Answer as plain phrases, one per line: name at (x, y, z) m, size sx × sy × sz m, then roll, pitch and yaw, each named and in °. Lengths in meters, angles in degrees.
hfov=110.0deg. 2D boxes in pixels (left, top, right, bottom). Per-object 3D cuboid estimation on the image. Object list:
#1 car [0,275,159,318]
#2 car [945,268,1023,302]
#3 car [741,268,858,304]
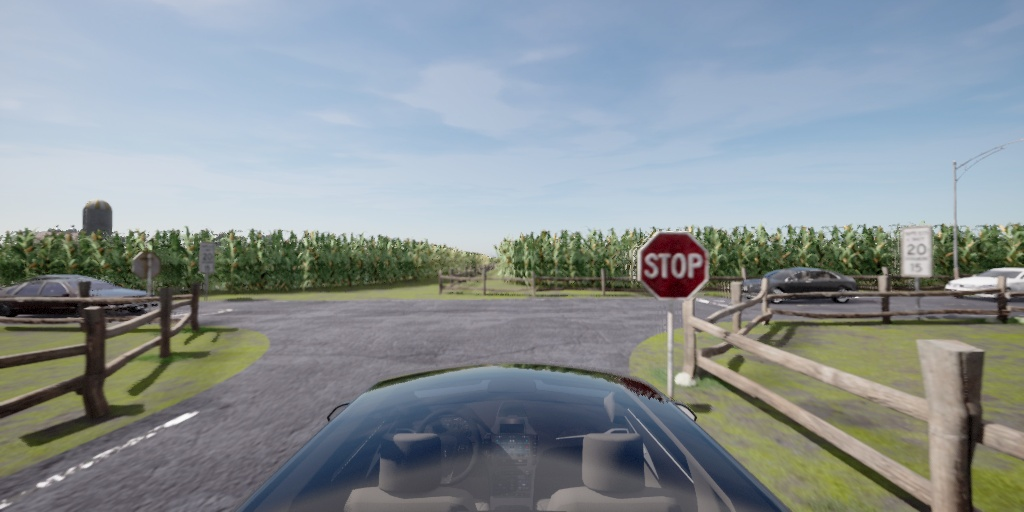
car at (-16.628, 1.567, 13.503) m, size 5.357 × 1.411 × 2.033 m, roll 0°, pitch 0°, yaw 0°
car at (22.813, 1.280, 16.349) m, size 4.674 × 1.442 × 1.812 m, roll 0°, pitch 0°, yaw 0°
car at (12.836, 1.325, 16.338) m, size 4.892 × 1.490 × 1.837 m, roll 0°, pitch 0°, yaw -1°
